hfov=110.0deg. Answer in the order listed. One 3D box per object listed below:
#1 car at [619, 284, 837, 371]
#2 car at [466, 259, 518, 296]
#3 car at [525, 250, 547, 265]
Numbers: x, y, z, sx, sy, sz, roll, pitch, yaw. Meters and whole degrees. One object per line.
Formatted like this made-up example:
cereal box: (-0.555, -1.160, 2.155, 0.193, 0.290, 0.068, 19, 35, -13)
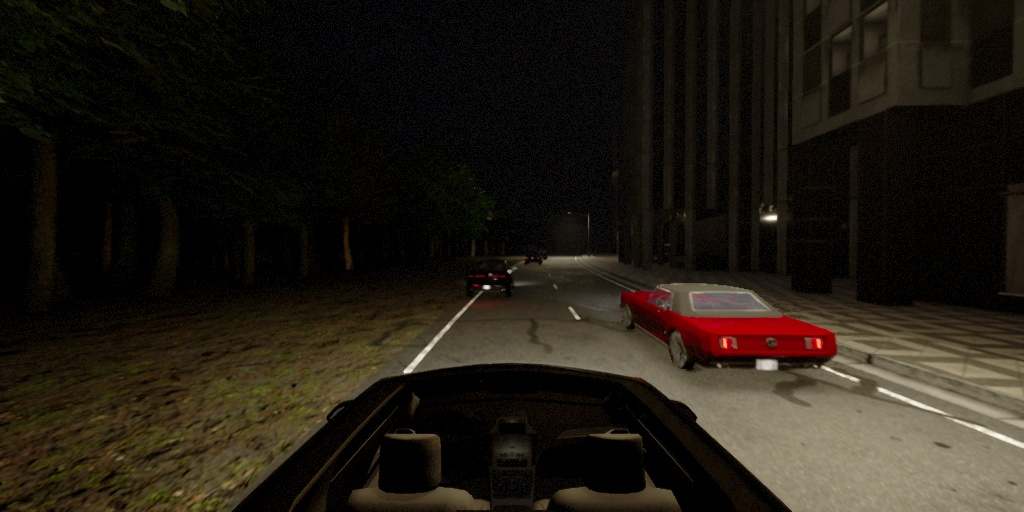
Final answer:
car: (3.699, 1.213, 7.343, 1.895, 1.301, 4.718, 0, 1, 1)
car: (-0.863, 0.888, 16.175, 1.837, 1.490, 4.892, 0, 2, 3)
car: (2.571, 0.219, 41.517, 2.033, 1.411, 5.357, 0, 2, 8)
